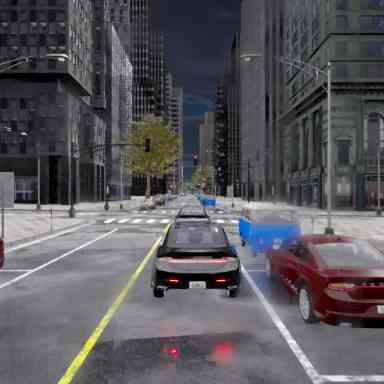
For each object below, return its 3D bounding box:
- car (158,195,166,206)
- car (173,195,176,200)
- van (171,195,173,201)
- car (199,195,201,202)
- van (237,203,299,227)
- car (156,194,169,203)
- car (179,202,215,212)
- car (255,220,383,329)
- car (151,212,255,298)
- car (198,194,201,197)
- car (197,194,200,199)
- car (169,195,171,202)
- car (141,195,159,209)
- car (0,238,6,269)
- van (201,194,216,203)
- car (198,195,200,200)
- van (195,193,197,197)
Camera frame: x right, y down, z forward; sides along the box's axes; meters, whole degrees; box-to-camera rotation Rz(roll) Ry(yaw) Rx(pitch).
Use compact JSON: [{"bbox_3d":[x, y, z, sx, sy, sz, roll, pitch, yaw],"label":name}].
[{"bbox_3d":[-5.876,1.575,55.665,1.887,1.381,4.507,0,0,0],"label":"car"},{"bbox_3d":[-5.943,1.638,87.398,1.947,1.339,4.313,0,0,0],"label":"car"},{"bbox_3d":[-5.920,1.398,76.821,1.690,1.788,3.998,0,0,0],"label":"van"},{"bbox_3d":[2.648,1.597,55.914,1.947,1.339,4.313,0,0,0],"label":"car"},{"bbox_3d":[2.754,1.343,12.516,1.690,1.788,3.998,0,0,0],"label":"van"},{"bbox_3d":[-5.887,1.351,60.954,2.192,1.841,5.009,0,0,0],"label":"car"},{"bbox_3d":[0.048,1.495,17.913,2.128,1.511,4.902,0,0,1],"label":"car"},{"bbox_3d":[2.764,1.546,6.991,1.887,1.381,4.507,0,0,0],"label":"car"},{"bbox_3d":[0.083,1.493,8.527,2.128,1.511,4.902,0,0,0],"label":"car"},{"bbox_3d":[2.625,1.625,66.741,1.802,1.307,4.206,0,0,0],"label":"car"},{"bbox_3d":[2.614,1.601,72.153,2.008,1.369,4.403,0,0,0],"label":"car"},{"bbox_3d":[-5.899,1.593,66.243,2.008,1.369,4.403,0,0,0],"label":"car"},{"bbox_3d":[-5.860,1.546,44.915,1.752,1.417,4.829,0,0,0],"label":"car"},{"bbox_3d":[-5.791,1.545,6.992,1.887,1.381,4.507,0,0,0],"label":"car"},{"bbox_3d":[2.660,1.367,50.501,1.690,1.788,3.998,0,0,0],"label":"van"},{"bbox_3d":[2.637,1.582,61.327,1.887,1.381,4.507,0,0,0],"label":"car"},{"bbox_3d":[2.569,1.424,93.807,1.690,1.788,3.998,0,0,0],"label":"van"}]
